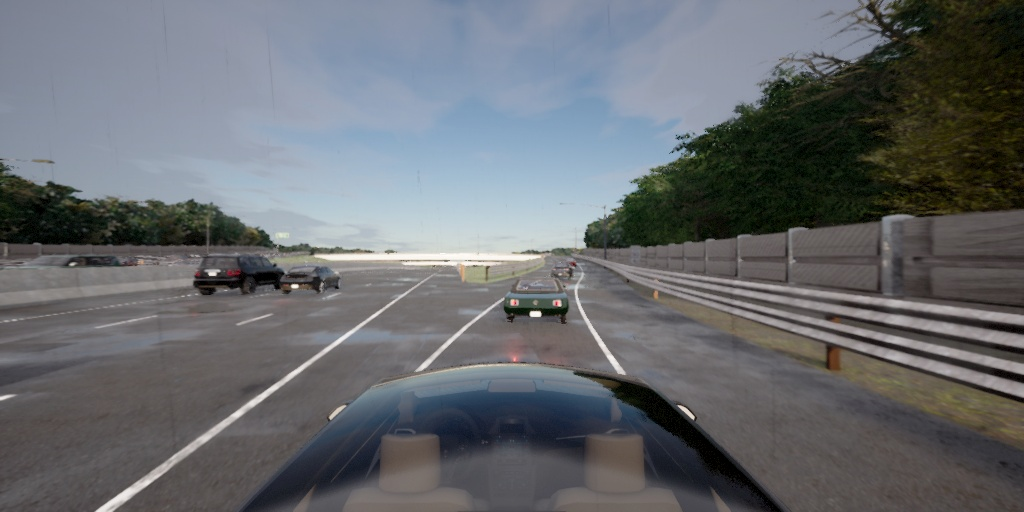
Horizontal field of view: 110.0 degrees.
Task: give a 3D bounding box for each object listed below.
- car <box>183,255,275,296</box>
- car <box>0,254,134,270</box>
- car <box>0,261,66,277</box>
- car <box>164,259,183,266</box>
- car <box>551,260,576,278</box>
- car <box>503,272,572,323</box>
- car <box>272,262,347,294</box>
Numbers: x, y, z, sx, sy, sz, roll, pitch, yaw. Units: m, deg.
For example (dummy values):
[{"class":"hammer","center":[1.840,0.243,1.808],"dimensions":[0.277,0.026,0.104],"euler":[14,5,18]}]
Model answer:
[{"class":"car","center":[-14.498,0.960,19.523],"dimensions":[2.150,2.045,5.566],"euler":[0,0,-9]},{"class":"car","center":[-25.468,0.923,20.473],"dimensions":[2.150,2.045,5.566],"euler":[0,0,-9]},{"class":"car","center":[-45.777,1.217,34.314],"dimensions":[1.895,1.301,4.718],"euler":[1,0,-25]},{"class":"car","center":[-35.335,1.363,38.744],"dimensions":[2.128,1.511,4.902],"euler":[0,-1,-8]},{"class":"car","center":[4.717,1.395,33.486],"dimensions":[2.128,1.511,4.902],"euler":[0,0,12]},{"class":"car","center":[0.906,1.381,12.368],"dimensions":[1.895,1.301,4.718],"euler":[0,-1,6]},{"class":"car","center":[-11.033,1.260,20.012],"dimensions":[1.837,1.490,4.892],"euler":[0,0,-9]}]
